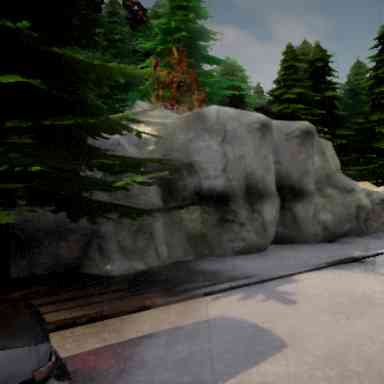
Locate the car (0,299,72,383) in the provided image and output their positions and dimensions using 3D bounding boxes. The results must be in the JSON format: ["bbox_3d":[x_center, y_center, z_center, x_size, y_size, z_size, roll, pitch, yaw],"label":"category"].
[{"bbox_3d":[-3.631,1.553,2.017,5.357,1.411,2.033,0,0,-36],"label":"car"}]
